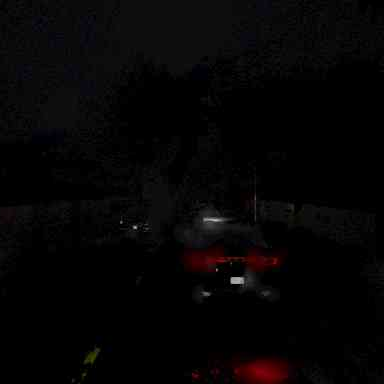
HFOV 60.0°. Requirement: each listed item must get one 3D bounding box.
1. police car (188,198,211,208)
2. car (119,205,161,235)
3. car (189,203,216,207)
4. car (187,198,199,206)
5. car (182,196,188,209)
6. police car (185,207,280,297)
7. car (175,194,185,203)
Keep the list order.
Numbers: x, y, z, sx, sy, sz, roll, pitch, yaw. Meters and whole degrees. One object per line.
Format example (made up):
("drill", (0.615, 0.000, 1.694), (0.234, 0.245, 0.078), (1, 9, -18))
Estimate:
("police car", (0.881, 1.453, 24.738), (1.930, 1.638, 5.238), (0, 0, 0))
("car", (-2.809, 1.521, 18.881), (1.837, 1.490, 4.892), (0, 0, 0))
("car", (0.867, 1.543, 18.624), (1.812, 1.442, 4.674), (0, 0, 0))
("car", (0.137, 1.728, 58.981), (1.994, 1.385, 4.181), (0, 0, 0))
("car", (0.120, 1.666, 45.423), (1.994, 1.385, 4.181), (0, 0, 2))
("police car", (0.843, 1.432, 8.729), (1.930, 1.638, 5.238), (0, 0, 0))
("car", (-2.577, 1.497, 74.938), (2.150, 2.045, 5.566), (0, -1, 0))
